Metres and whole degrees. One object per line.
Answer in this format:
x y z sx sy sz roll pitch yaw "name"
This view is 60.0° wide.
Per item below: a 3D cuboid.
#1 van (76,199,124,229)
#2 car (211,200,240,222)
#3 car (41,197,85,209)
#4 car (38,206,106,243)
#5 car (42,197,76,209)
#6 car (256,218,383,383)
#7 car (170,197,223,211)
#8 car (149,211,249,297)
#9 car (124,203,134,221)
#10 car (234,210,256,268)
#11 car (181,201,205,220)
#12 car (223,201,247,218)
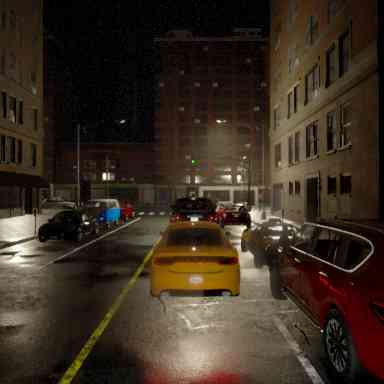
-5.871 1.365 21.775 1.690 1.788 3.998 1 0 0 "van"
2.648 1.471 27.265 1.967 1.590 4.097 1 0 0 "car"
-16.750 1.409 43.396 4.902 1.511 2.128 0 -1 0 "car"
-5.867 1.582 16.292 1.947 1.339 4.313 1 0 0 "car"
-16.550 1.483 40.134 4.718 1.301 1.895 0 -1 1 "car"
2.672 1.318 5.334 2.192 1.841 5.009 1 0 0 "car"
0.086 1.239 16.377 2.150 2.045 5.566 0 0 0 "car"
0.040 1.484 8.645 1.882 1.535 5.008 0 0 -1 "car"
-5.878 1.576 27.257 1.887 1.381 4.507 1 0 0 "car"
2.664 1.534 10.987 1.752 1.417 4.829 1 0 0 "car"
0.065 1.599 29.640 1.994 1.385 4.181 0 0 0 "car"
2.653 1.464 21.782 1.967 1.590 4.097 1 0 0 "car"
